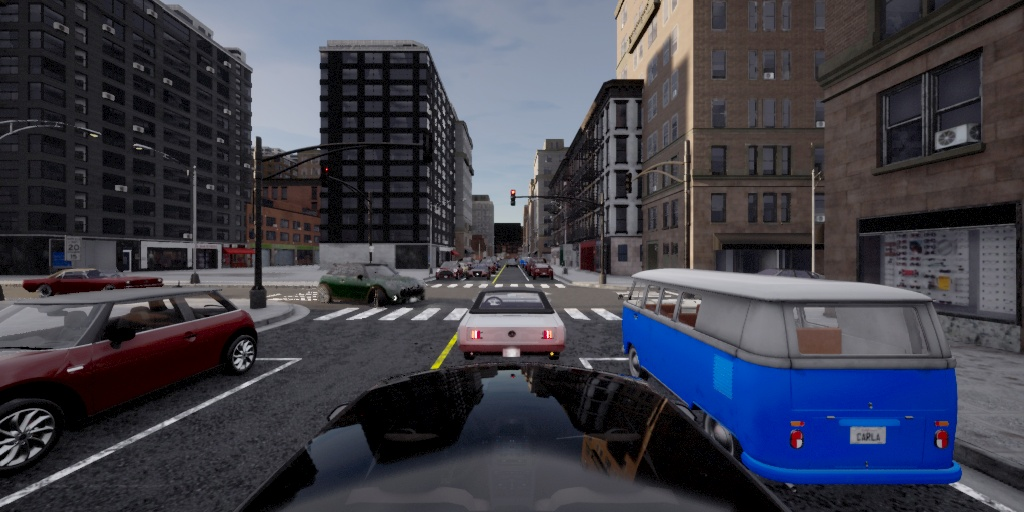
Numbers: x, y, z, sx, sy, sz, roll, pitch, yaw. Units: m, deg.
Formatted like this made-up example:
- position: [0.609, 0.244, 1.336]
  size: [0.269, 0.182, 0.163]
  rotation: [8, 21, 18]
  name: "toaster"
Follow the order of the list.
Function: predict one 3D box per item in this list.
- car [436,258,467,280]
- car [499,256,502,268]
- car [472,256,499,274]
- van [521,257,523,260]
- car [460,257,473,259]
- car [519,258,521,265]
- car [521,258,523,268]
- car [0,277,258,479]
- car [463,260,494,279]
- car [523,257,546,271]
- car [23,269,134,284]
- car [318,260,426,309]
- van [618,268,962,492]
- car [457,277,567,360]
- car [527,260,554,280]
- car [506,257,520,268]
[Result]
- position: [-5.418, 1.188, 31.377]
  size: [1.967, 1.591, 4.097]
  rotation: [0, 0, 0]
  name: "car"
- position: [-2.887, 1.099, 49.048]
  size: [2.097, 1.767, 4.553]
  rotation: [0, 0, 0]
  name: "car"
- position: [-2.874, 1.100, 40.173]
  size: [2.097, 1.767, 4.553]
  rotation: [0, 0, 0]
  name: "car"
- position: [2.583, 1.086, 53.025]
  size: [1.690, 1.789, 3.998]
  rotation: [0, 0, 0]
  name: "van"
- position: [-5.430, 1.063, 42.196]
  size: [2.192, 1.841, 5.009]
  rotation: [0, 0, 0]
  name: "car"
- position: [2.577, 1.309, 58.434]
  size: [1.948, 1.339, 4.313]
  rotation: [0, 0, 0]
  name: "car"
- position: [2.589, 1.292, 47.615]
  size: [1.888, 1.381, 4.507]
  rotation: [0, 0, 0]
  name: "car"
- position: [-5.388, 1.190, 4.498]
  size: [1.967, 1.591, 4.097]
  rotation: [0, 0, 0]
  name: "car"
- position: [-2.882, 1.313, 31.553]
  size: [1.994, 1.385, 4.181]
  rotation: [0, 0, -1]
  name: "car"
- position: [2.601, 1.063, 36.796]
  size: [2.192, 1.841, 5.009]
  rotation: [0, 0, 0]
  name: "car"
- position: [-19.273, 1.252, 16.712]
  size: [4.718, 1.301, 1.895]
  rotation: [0, 0, 0]
  name: "car"
- position: [-5.766, 1.081, 14.802]
  size: [4.553, 1.767, 2.097]
  rotation: [0, 1, 27]
  name: "car"
- position: [2.637, 1.091, 4.506]
  size: [1.690, 1.789, 3.998]
  rotation: [0, 0, 0]
  name: "van"
- position: [-0.005, 1.351, 8.292]
  size: [1.895, 1.301, 4.718]
  rotation: [0, 0, 0]
  name: "car"
- position: [2.607, 1.294, 31.386]
  size: [1.888, 1.381, 4.507]
  rotation: [0, 0, 0]
  name: "car"
- position: [0.026, 1.306, 62.343]
  size: [1.994, 1.385, 4.181]
  rotation: [0, 0, 1]
  name: "car"
